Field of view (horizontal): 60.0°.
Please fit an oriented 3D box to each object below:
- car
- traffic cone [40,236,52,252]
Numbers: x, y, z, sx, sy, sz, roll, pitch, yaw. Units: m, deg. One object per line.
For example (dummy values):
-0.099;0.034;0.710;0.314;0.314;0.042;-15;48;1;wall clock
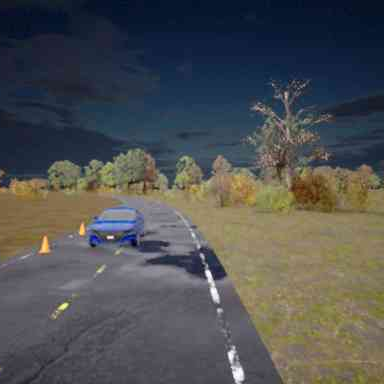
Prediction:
-3.171;1.407;14.807;1.882;1.535;5.008;0;0;-4;car
-5.394;1.900;12.246;0.340;0.580;0.340;0;0;-3;traffic cone
